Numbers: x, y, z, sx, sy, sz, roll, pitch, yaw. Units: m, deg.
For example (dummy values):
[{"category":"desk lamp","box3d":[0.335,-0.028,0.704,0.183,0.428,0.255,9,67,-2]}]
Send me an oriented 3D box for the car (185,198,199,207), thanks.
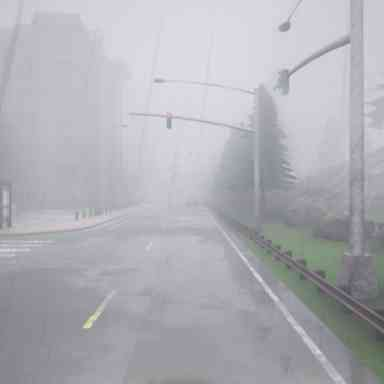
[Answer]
[{"category":"car","box3d":[-0.013,1.542,50.635,1.994,1.385,4.181,0,0,0]}]
